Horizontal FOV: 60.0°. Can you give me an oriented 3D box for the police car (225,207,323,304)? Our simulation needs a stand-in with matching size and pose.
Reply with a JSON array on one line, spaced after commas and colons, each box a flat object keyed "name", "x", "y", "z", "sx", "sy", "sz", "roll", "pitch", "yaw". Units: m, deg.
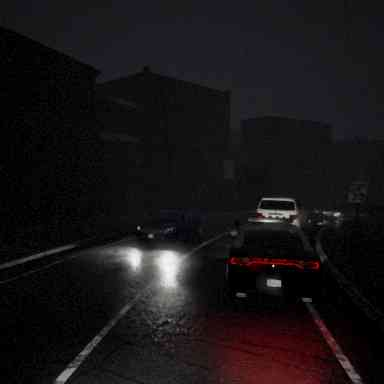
[{"name": "police car", "x": 1.984, "y": 1.426, "z": 8.466, "sx": 1.930, "sy": 1.638, "sz": 5.238, "roll": 1, "pitch": 0, "yaw": 11}]

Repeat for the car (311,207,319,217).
[{"name": "car", "x": 7.277, "y": 1.576, "z": 22.495, "sx": 1.837, "sy": 1.490, "sz": 4.892, "roll": 3, "pitch": 1, "yaw": 30}]

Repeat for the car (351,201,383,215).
[{"name": "car", "x": 21.301, "y": 1.840, "z": 39.014, "sx": 5.008, "sy": 1.535, "sz": 1.882, "roll": 2, "pitch": 3, "yaw": -33}]

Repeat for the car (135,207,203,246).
[{"name": "car", "x": -0.839, "y": 1.430, "z": 15.122, "sx": 1.812, "sy": 1.442, "sz": 4.674, "roll": 1, "pitch": 1, "yaw": 19}]

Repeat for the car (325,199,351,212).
[{"name": "car", "x": 18.385, "y": 1.641, "z": 41.035, "sx": 4.674, "sy": 1.442, "sz": 1.812, "roll": 1, "pitch": 3, "yaw": -36}]

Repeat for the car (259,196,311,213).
[{"name": "car", "x": 4.780, "y": 1.254, "z": 17.416, "sx": 2.150, "sy": 2.045, "sz": 5.566, "roll": 2, "pitch": 0, "yaw": 23}]
